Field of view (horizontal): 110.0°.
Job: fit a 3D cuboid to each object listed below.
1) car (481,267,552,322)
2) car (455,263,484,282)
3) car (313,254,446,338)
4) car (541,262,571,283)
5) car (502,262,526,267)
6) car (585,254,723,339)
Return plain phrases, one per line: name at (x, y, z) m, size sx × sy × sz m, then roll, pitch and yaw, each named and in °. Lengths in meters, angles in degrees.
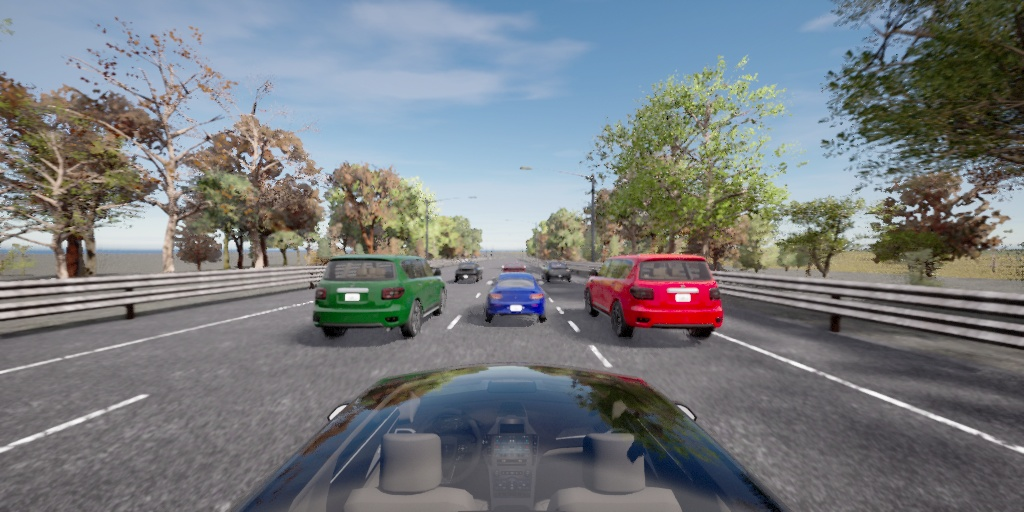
car at (0.116, 1.277, 12.198) m, size 1.812 × 1.442 × 4.674 m, roll 0°, pitch 0°, yaw 0°
car at (-3.354, 1.259, 28.541) m, size 1.837 × 1.490 × 4.892 m, roll 0°, pitch 0°, yaw 0°
car at (-3.387, 0.971, 10.298) m, size 2.150 × 2.045 × 5.566 m, roll 0°, pitch 0°, yaw 0°
car at (3.425, 1.249, 28.433) m, size 2.128 × 1.511 × 4.902 m, roll 0°, pitch 0°, yaw -2°
car at (0.161, 1.234, 30.101) m, size 1.882 × 1.535 × 5.008 m, roll 0°, pitch 0°, yaw 0°
car at (3.613, 0.975, 10.243) m, size 2.150 × 2.045 × 5.566 m, roll 0°, pitch 0°, yaw 0°
